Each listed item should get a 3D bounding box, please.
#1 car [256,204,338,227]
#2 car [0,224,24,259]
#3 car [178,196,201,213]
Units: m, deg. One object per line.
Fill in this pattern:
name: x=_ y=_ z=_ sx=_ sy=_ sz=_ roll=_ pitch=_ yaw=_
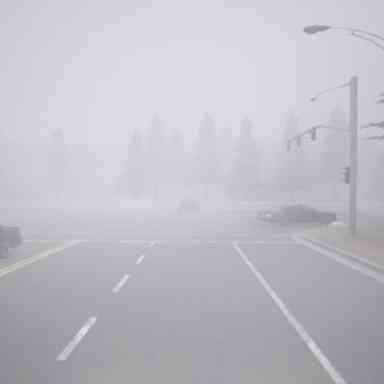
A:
car: x=7.039 y=1.510 z=22.400 sx=5.357 sy=1.411 sz=2.033 roll=0 pitch=0 yaw=-15
car: x=-6.968 y=1.491 z=9.580 sx=2.033 sy=1.411 sz=5.357 roll=0 pitch=0 yaw=0
car: x=-0.315 y=1.155 z=35.734 sx=2.097 sy=1.767 sz=4.553 roll=0 pitch=3 yaw=3
